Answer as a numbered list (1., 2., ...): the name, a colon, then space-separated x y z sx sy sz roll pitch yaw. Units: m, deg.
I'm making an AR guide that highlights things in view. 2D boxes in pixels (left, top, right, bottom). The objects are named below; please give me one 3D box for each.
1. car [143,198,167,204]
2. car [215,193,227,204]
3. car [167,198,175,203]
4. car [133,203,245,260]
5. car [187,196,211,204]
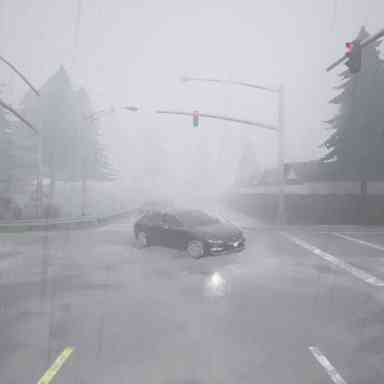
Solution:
1. car: -3.610 1.507 29.750 1.837 1.490 4.892 0 0 0
2. car: 6.889 1.213 60.905 5.566 2.045 2.150 0 0 -22
3. car: -3.511 1.569 46.989 1.994 1.385 4.181 0 0 1
4. car: -0.298 1.401 12.266 1.837 1.490 4.892 -4 3 -43
5. car: 1.373 1.546 61.810 4.892 1.490 1.837 0 0 -37
